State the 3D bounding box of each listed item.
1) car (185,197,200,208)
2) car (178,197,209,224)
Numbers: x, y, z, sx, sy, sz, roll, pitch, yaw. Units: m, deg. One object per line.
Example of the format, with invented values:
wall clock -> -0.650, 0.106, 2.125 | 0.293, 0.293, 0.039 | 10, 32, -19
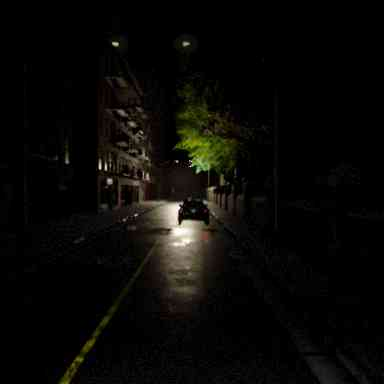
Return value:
car -> 0.084, 1.426, 45.336 | 1.994, 1.385, 4.181 | 0, 0, 0
car -> 0.091, 1.280, 23.960 | 2.097, 1.767, 4.553 | 0, 0, 0
